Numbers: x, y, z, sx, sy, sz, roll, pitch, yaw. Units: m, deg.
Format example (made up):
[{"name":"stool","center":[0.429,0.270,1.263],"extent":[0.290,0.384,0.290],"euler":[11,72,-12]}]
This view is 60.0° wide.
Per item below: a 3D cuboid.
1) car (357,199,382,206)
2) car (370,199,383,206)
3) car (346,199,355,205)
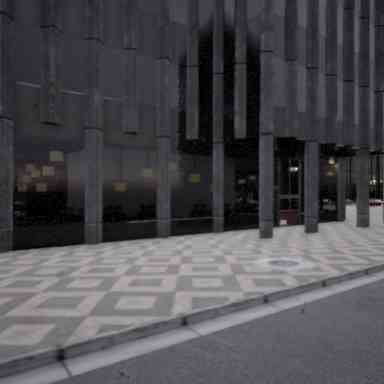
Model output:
[{"name":"car","center":[39.481,2.285,74.053],"extent":[1.887,1.381,4.507],"euler":[-1,0,-35]},{"name":"car","center":[35.813,2.163,64.515],"extent":[1.887,1.381,4.507],"euler":[-1,0,-35]},{"name":"car","center":[36.202,2.417,78.654],"extent":[1.802,1.307,4.206],"euler":[-1,0,-35]}]
